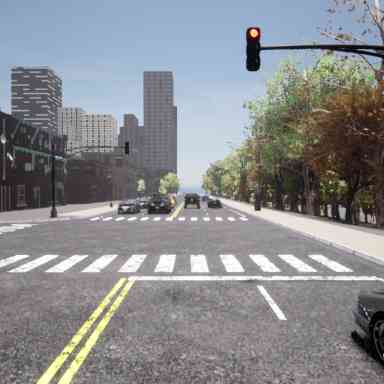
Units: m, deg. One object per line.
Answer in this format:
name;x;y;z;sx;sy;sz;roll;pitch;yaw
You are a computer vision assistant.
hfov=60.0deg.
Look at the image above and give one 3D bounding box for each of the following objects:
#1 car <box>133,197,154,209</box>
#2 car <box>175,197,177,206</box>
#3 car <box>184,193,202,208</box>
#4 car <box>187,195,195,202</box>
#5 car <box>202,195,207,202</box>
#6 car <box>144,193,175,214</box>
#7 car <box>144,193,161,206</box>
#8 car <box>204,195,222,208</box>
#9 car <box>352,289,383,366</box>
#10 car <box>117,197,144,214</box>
car;-6.675;1.476;45.983;2.128;1.511;4.902;0;0;0
car;-3.426;1.462;45.907;1.882;1.535;5.008;0;0;0
car;0.004;1.205;48.365;2.150;2.045;5.566;0;0;0
car;-0.151;1.494;75.823;1.812;1.442;4.674;0;0;0
car;3.103;1.447;75.917;1.882;1.535;5.008;0;0;0
car;-3.422;1.210;35.909;2.150;2.045;5.566;0;0;1
car;-6.694;1.201;56.672;2.150;2.045;5.566;0;0;1
car;3.252;1.547;49.176;1.994;1.385;4.181;0;0;0
car;3.345;1.547;2.571;2.033;1.411;5.357;0;0;0
car;-6.661;1.481;35.582;2.128;1.511;4.902;0;0;0
